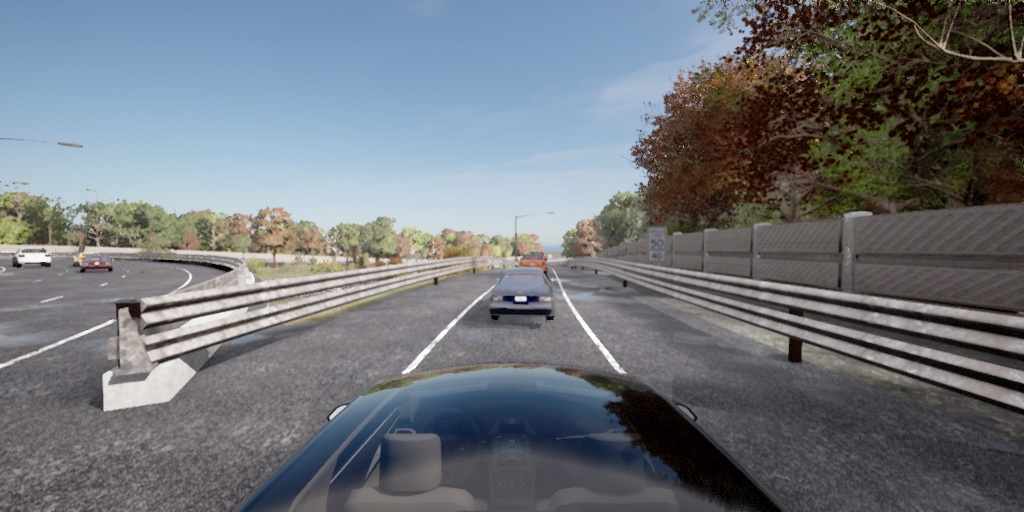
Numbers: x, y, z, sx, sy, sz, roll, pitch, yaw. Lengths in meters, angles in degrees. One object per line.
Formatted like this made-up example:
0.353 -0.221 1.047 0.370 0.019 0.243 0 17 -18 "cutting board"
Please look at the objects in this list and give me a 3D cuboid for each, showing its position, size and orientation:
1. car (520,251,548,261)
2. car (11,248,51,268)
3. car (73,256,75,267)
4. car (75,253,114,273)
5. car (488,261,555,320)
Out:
1.642 0.581 27.501 2.097 1.767 4.553 0 0 5 "car"
-50.926 0.138 38.006 5.566 2.045 2.150 0 1 32 "car"
-45.715 0.379 38.741 5.008 1.535 1.882 1 2 34 "car"
-35.688 0.630 30.838 5.357 1.411 2.033 1 2 41 "car"
0.399 1.071 11.561 2.033 1.411 5.357 0 1 4 "car"
